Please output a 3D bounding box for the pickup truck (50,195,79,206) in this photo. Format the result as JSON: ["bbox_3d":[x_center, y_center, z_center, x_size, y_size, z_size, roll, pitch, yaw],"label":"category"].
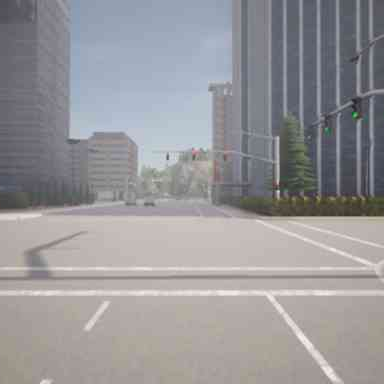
[{"bbox_3d":[-24.678,1.620,63.833,2.390,2.098,6.274,0,-1,30],"label":"pickup truck"}]

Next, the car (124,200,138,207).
[{"bbox_3d":[-11.570,2.119,63.243,1.994,1.385,4.181,0,0,0],"label":"car"}]

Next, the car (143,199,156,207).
[{"bbox_3d":[-8.077,2.035,63.358,1.882,1.535,5.008,0,0,0],"label":"car"}]
